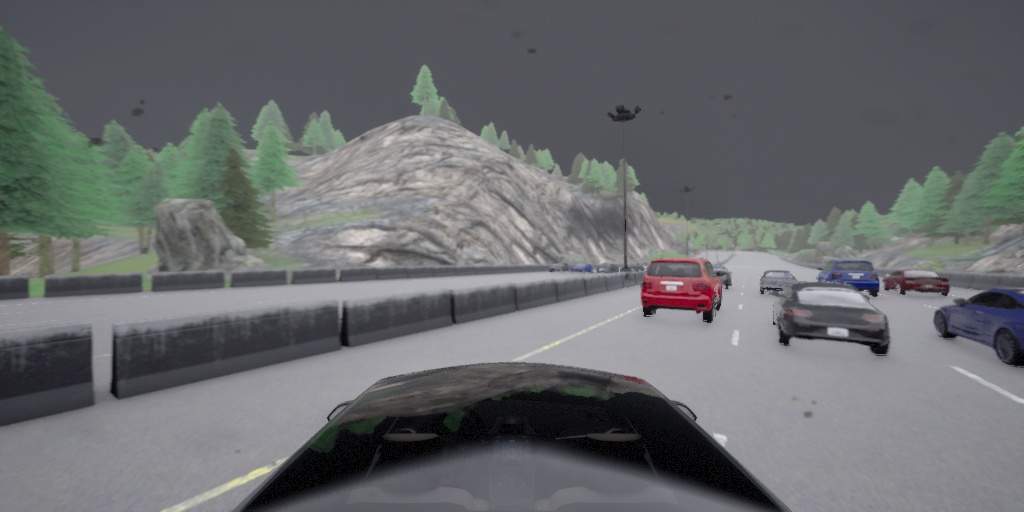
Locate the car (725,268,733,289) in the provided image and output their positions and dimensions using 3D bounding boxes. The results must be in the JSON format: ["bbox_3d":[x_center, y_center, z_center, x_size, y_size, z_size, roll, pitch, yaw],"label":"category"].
[{"bbox_3d":[15.239,1.557,26.786,2.128,1.511,4.902,0,-1,34],"label":"car"}]

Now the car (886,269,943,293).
[{"bbox_3d":[24.826,1.568,22.245,1.882,1.535,5.008,0,-1,34],"label":"car"}]

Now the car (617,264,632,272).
[{"bbox_3d":[16.096,1.752,47.529,2.128,1.511,4.902,0,-1,33],"label":"car"}]

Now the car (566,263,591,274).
[{"bbox_3d":[9.962,1.725,50.931,1.882,1.535,5.008,0,-1,34],"label":"car"}]

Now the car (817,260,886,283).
[{"bbox_3d":[20.508,1.282,22.063,2.150,2.045,5.566,0,0,34],"label":"car"}]

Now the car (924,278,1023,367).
[{"bbox_3d":[10.902,1.385,7.438,1.812,1.442,4.674,0,0,34],"label":"car"}]

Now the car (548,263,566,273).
[{"bbox_3d":[7.094,1.749,52.931,1.837,1.490,4.892,0,0,34],"label":"car"}]

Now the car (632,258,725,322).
[{"bbox_3d":[6.409,1.104,13.320,2.150,2.045,5.566,0,0,34],"label":"car"}]

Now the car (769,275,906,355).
[{"bbox_3d":[7.800,1.378,9.094,1.812,1.442,4.674,0,-1,34],"label":"car"}]

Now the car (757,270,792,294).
[{"bbox_3d":[16.157,1.574,21.844,2.033,1.411,5.357,0,-1,34],"label":"car"}]

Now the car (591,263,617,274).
[{"bbox_3d":[13.133,1.748,49.388,2.128,1.511,4.902,0,-1,33],"label":"car"}]
